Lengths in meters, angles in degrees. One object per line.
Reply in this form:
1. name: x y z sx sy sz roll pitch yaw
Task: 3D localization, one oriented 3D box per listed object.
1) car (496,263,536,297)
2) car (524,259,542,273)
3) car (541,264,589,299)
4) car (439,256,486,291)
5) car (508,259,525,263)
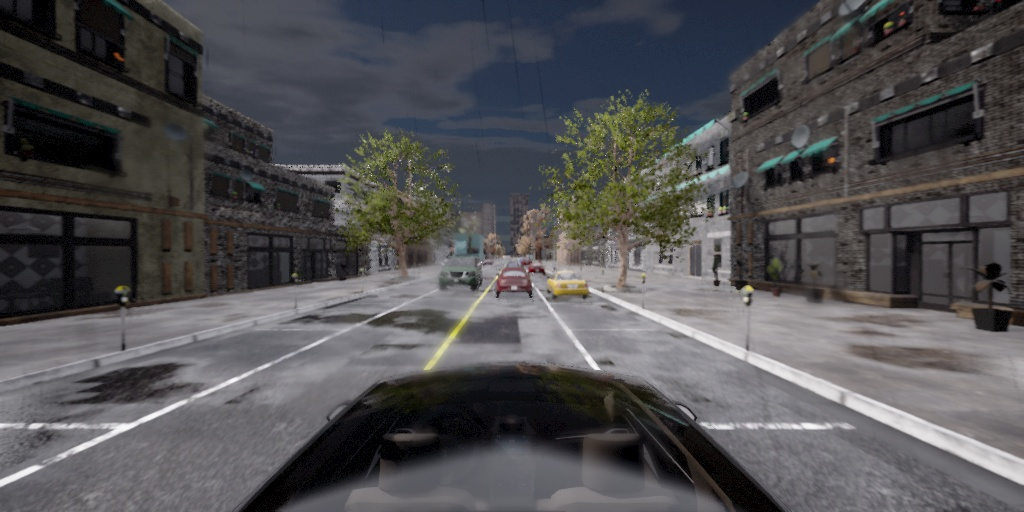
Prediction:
1. car: 0.106 1.313 19.008 1.812 1.442 4.674 0 0 0
2. car: 2.715 1.378 40.221 1.888 1.381 4.507 0 0 0
3. car: 2.703 1.311 18.215 1.751 1.417 4.829 0 0 0
4. car: -3.077 1.017 22.645 2.150 2.045 5.566 0 0 0
5. car: 0.122 1.401 42.085 1.994 1.385 4.181 0 0 0
